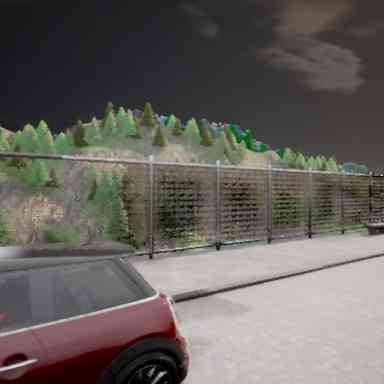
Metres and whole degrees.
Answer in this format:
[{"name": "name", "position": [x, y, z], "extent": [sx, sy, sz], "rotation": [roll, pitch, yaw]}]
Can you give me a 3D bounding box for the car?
[{"name": "car", "position": [-2.313, 1.349, 2.961], "extent": [4.553, 1.767, 2.097], "rotation": [0, 0, -35]}]
